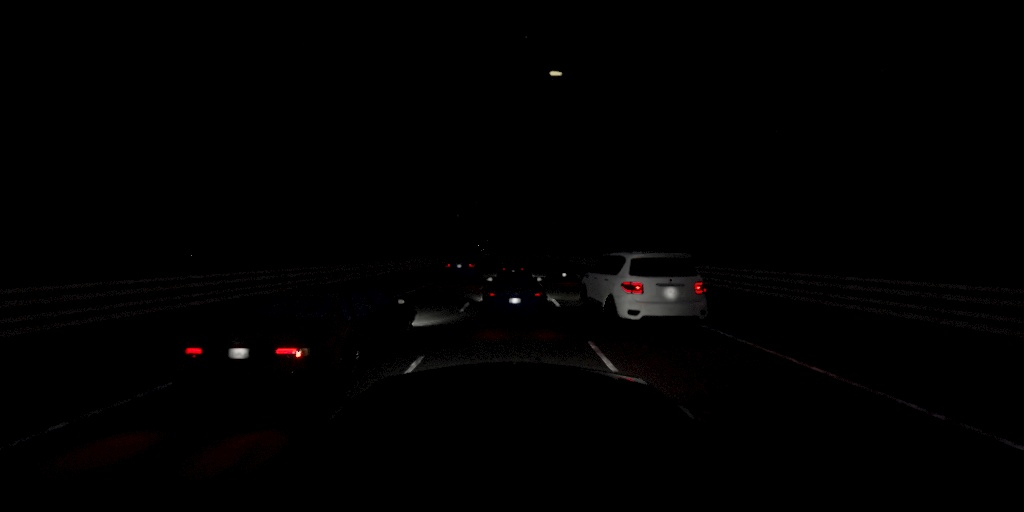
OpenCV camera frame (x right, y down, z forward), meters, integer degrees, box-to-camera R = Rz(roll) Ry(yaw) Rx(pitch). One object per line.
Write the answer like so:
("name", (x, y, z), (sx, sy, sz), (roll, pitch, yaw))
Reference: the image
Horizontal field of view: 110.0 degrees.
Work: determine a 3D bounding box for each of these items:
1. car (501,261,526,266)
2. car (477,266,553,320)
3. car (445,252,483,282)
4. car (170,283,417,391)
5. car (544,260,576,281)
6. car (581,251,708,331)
("car", (0.097, 1.054, 27.565), (1.994, 1.385, 4.181), (0, 1, 0))
("car", (0.091, 1.213, 12.162), (1.994, 1.385, 4.181), (0, 1, 0))
("car", (-3.407, 0.728, 25.895), (2.150, 2.045, 5.566), (0, 0, 0))
("car", (-3.432, 1.247, 7.037), (2.033, 1.411, 5.357), (0, 1, 0))
("car", (3.595, 1.001, 26.962), (1.837, 1.490, 4.892), (0, 1, 0))
("car", (3.587, 0.882, 10.817), (2.150, 2.045, 5.566), (0, 0, 0))
